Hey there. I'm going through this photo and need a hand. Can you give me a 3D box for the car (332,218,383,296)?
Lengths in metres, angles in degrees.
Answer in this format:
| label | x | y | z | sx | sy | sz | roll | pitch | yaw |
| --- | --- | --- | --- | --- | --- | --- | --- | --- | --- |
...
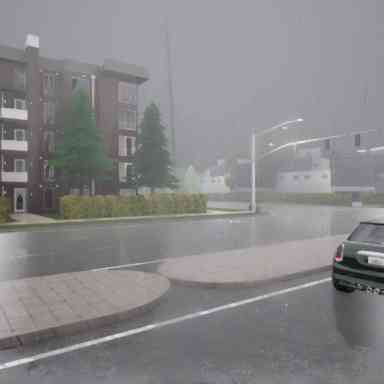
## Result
| label | x | y | z | sx | sy | sz | roll | pitch | yaw |
| --- | --- | --- | --- | --- | --- | --- | --- | --- | --- |
| car | 5.271 | 1.348 | 7.629 | 4.553 | 1.767 | 2.097 | 0 | 0 | -35 |
